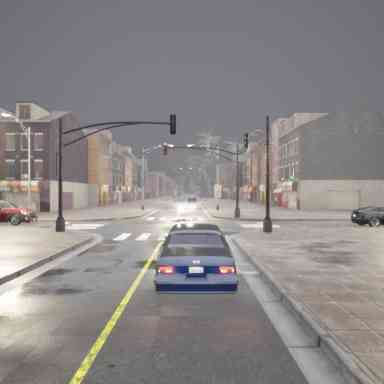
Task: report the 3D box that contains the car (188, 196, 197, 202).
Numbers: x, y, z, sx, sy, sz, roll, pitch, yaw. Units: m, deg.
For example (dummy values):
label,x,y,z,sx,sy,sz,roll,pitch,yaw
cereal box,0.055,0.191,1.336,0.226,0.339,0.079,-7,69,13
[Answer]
label,x,y,z,sx,sy,sz,roll,pitch,yaw
car,0.019,1.550,75.854,1.882,1.535,5.008,0,0,0

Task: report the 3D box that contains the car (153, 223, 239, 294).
label,x,y,z,sx,sy,sz,roll,pitch,yaw
car,0.082,1.549,8.920,2.033,1.411,5.357,0,0,0

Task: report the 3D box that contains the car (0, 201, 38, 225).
label,x,y,z,sx,sy,sz,roll,pitch,yaw
car,-13.466,1.397,23.641,4.553,1.767,2.097,0,0,-1

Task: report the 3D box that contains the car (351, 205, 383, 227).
label,x,y,z,sx,sy,sz,roll,pitch,yaw
car,12.356,1.522,21.035,4.313,1.339,1.947,0,0,0
